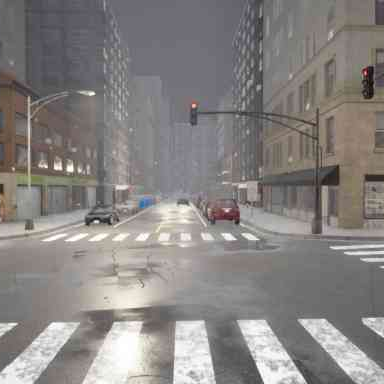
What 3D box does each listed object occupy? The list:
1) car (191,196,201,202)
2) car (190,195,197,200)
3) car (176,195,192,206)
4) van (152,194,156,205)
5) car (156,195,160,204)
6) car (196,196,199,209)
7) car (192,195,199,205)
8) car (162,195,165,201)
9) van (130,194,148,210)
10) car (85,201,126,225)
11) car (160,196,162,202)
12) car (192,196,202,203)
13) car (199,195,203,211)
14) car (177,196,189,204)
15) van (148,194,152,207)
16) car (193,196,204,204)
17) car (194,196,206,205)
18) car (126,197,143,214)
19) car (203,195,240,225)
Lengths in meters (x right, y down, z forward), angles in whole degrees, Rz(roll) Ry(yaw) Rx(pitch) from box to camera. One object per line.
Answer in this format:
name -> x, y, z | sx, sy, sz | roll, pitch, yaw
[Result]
car -> 0.846, 1.538, 74.347 | 2.008, 1.369, 4.403 | -1, 0, -2
car -> 0.389, 1.524, 91.098 | 2.008, 1.369, 4.403 | -1, 0, -2
car -> -1.440, 1.503, 53.438 | 1.837, 1.490, 4.892 | 0, 0, -2
van -> -7.076, 1.340, 51.777 | 1.690, 1.788, 3.998 | -1, 0, -2
car -> -7.230, 1.311, 57.361 | 2.192, 1.841, 5.009 | -1, 0, -2
car -> 1.756, 1.527, 41.014 | 1.752, 1.417, 4.829 | -1, 0, -2
car -> 1.605, 1.316, 46.428 | 2.192, 1.841, 5.009 | -1, 0, -2
car -> -7.689, 1.427, 74.111 | 1.967, 1.590, 4.097 | -1, 0, -2
van -> -6.768, 1.343, 40.609 | 1.690, 1.788, 3.998 | -1, 0, -2
car -> -6.305, 1.569, 23.859 | 1.947, 1.339, 4.313 | -1, 0, -2
car -> -7.382, 1.433, 62.945 | 1.967, 1.590, 4.097 | -1, 0, -2
car -> 0.999, 1.556, 68.763 | 1.947, 1.339, 4.313 | -1, 0, -2
car -> 2.063, 1.318, 29.677 | 2.192, 1.841, 5.009 | -1, 0, -2
car -> -1.727, 1.540, 63.856 | 2.033, 1.411, 5.357 | 0, 0, -2
van -> -6.922, 1.342, 46.194 | 1.690, 1.788, 3.998 | -1, 0, -2
car -> 1.151, 1.559, 63.179 | 1.947, 1.339, 4.313 | -1, 0, -2
car -> 1.298, 1.521, 57.766 | 1.752, 1.417, 4.829 | -1, 0, -2
car -> -6.608, 1.528, 34.856 | 1.752, 1.417, 4.829 | -1, 0, -2
car -> 2.215, 1.318, 24.092 | 2.192, 1.841, 5.009 | -1, 0, -2
